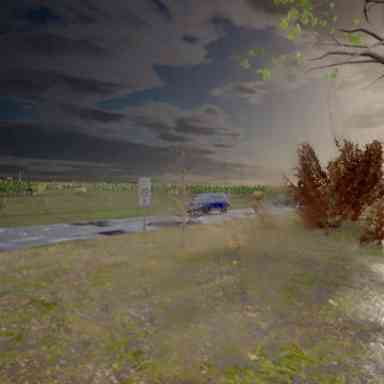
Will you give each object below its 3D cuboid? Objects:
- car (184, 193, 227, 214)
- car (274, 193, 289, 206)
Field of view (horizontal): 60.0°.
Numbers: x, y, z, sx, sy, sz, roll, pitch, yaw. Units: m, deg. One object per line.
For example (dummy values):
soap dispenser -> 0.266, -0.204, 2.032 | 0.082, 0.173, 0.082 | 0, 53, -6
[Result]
car -> 1.498, 1.106, 32.428 | 2.150, 2.045, 5.566 | 1, 1, 36
car -> 14.005, 1.153, 49.793 | 2.150, 2.045, 5.566 | 1, 0, 36
